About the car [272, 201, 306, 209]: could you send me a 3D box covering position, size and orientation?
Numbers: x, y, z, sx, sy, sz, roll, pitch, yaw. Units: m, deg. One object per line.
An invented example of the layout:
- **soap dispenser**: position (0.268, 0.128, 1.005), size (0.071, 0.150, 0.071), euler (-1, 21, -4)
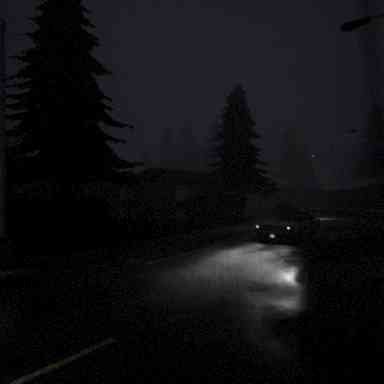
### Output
- **car**: position (9.549, 1.625, 31.749), size (1.812, 1.442, 4.674), euler (0, -1, -26)

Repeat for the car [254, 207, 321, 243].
- **car**: position (4.838, 1.648, 16.555), size (1.895, 1.301, 4.718), euler (-1, 0, 36)
